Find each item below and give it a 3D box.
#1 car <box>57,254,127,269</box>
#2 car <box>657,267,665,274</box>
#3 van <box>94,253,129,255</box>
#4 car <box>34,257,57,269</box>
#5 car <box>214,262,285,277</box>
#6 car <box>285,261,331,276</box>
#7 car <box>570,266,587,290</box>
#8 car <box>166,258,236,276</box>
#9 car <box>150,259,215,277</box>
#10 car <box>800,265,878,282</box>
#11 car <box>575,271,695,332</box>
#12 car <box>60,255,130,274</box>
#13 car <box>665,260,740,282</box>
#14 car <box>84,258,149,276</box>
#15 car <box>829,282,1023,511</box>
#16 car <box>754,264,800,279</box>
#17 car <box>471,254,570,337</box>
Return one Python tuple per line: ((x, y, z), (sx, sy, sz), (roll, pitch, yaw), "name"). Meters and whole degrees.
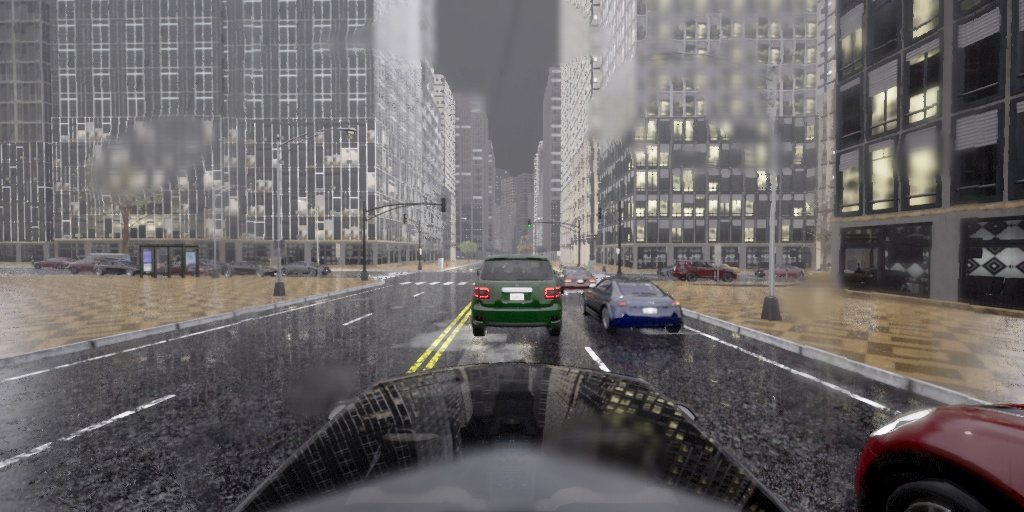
((-43.808, 0.824, 37.497), (4.892, 1.490, 1.837), (0, 1, 1), "car")
((16.940, 1.430, 36.287), (4.181, 1.385, 1.994), (1, 1, 1), "car")
((-45.217, 0.605, 40.132), (3.998, 1.789, 1.690), (0, 0, 1), "van")
((-50.899, 0.793, 40.258), (4.207, 1.307, 1.802), (0, 0, 1), "car")
((-22.677, 1.174, 31.124), (4.313, 1.339, 1.948), (0, 0, 1), "car")
((-19.405, 1.157, 33.758), (4.181, 1.385, 1.994), (1, 1, 1), "car")
((3.386, 1.288, 20.328), (2.033, 1.411, 5.357), (0, 0, 0), "car")
((-29.375, 0.995, 33.978), (4.902, 1.511, 2.128), (1, 1, 1), "car")
((-28.361, 1.138, 31.267), (4.207, 1.307, 1.802), (0, 0, 1), "car")
((27.695, 1.578, 30.306), (4.829, 1.417, 1.751), (0, 0, 1), "car")
((3.373, 1.309, 10.807), (1.994, 1.385, 4.181), (0, 0, 0), "car")
((-39.446, 0.937, 34.208), (4.674, 1.442, 1.812), (1, 1, 2), "car")
((16.247, 1.269, 30.524), (5.009, 1.841, 2.192), (0, 0, 1), "car")
((-34.041, 1.069, 31.451), (4.313, 1.339, 1.948), (0, 0, 1), "car")
((3.344, 1.102, 0.475), (2.097, 1.767, 4.553), (0, 0, 0), "car")
((26.933, 1.518, 36.103), (4.181, 1.385, 1.994), (0, 1, 1), "car")
((0.115, 0.967, 10.399), (2.150, 2.045, 5.566), (0, 0, 0), "car")
